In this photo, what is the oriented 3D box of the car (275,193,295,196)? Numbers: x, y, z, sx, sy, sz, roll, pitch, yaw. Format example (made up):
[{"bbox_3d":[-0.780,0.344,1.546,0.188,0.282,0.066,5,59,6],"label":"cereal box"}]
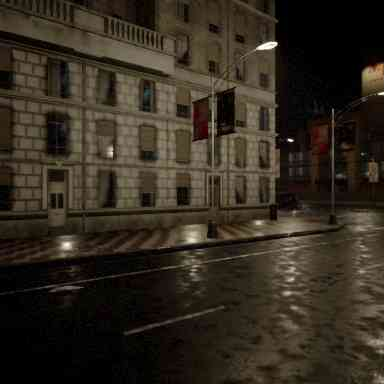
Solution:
[{"bbox_3d":[15.440,1.221,57.491,2.150,2.045,5.566,0,0,-37],"label":"car"}]

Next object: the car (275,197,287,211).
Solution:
[{"bbox_3d":[8.831,1.601,40.894,1.895,1.301,4.718,0,0,-36],"label":"car"}]

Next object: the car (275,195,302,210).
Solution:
[{"bbox_3d":[11.815,1.526,42.745,1.812,1.442,4.674,0,0,-36],"label":"car"}]
